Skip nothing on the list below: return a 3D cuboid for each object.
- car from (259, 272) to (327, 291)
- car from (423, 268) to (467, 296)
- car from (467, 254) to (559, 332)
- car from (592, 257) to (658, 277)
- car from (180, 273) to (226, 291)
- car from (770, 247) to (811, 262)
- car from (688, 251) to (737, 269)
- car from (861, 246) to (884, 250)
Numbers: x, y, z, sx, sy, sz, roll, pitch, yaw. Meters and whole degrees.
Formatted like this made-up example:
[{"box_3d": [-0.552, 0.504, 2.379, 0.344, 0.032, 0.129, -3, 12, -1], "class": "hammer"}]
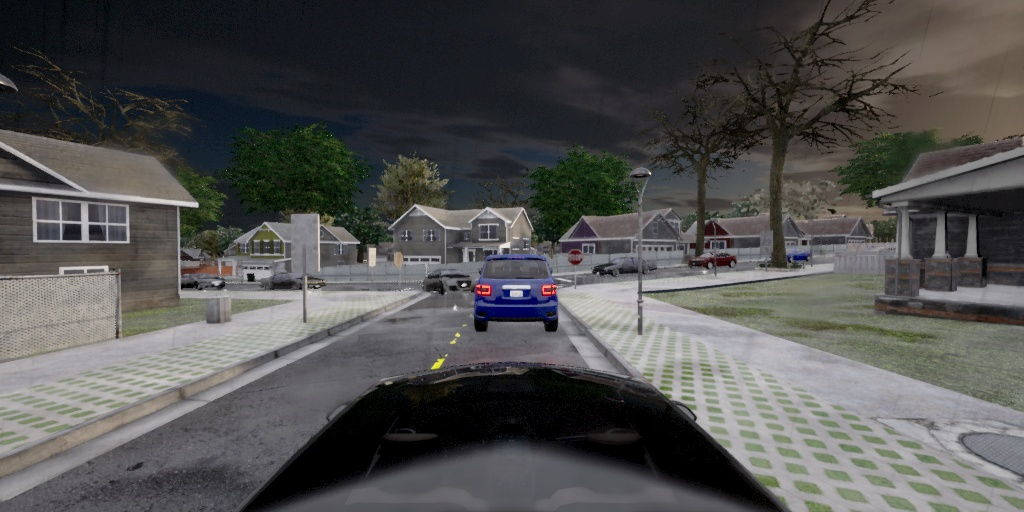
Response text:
[{"box_3d": [-16.692, 1.916, 27.236, 5.357, 1.411, 2.033, -2, 0, 22], "class": "car"}, {"box_3d": [-3.385, 1.355, 19.581, 1.994, 1.385, 4.181, 1, -3, -31], "class": "car"}, {"box_3d": [0.116, 0.968, 11.021, 2.150, 2.045, 5.566, 0, 0, 0], "class": "car"}, {"box_3d": [8.996, 0.808, 28.466, 5.357, 1.411, 2.033, -3, 2, -23], "class": "car"}, {"box_3d": [-27.522, 2.257, 31.609, 4.902, 1.511, 2.128, -2, 0, 22], "class": "car"}, {"box_3d": [29.549, -0.117, 38.011, 5.008, 1.535, 1.882, -2, 2, -25], "class": "car"}, {"box_3d": [18.330, 0.329, 32.769, 5.008, 1.535, 1.882, -2, 2, -25], "class": "car"}, {"box_3d": [40.129, -0.351, 39.743, 5.357, 1.411, 2.033, -2, 2, -25], "class": "car"}]
